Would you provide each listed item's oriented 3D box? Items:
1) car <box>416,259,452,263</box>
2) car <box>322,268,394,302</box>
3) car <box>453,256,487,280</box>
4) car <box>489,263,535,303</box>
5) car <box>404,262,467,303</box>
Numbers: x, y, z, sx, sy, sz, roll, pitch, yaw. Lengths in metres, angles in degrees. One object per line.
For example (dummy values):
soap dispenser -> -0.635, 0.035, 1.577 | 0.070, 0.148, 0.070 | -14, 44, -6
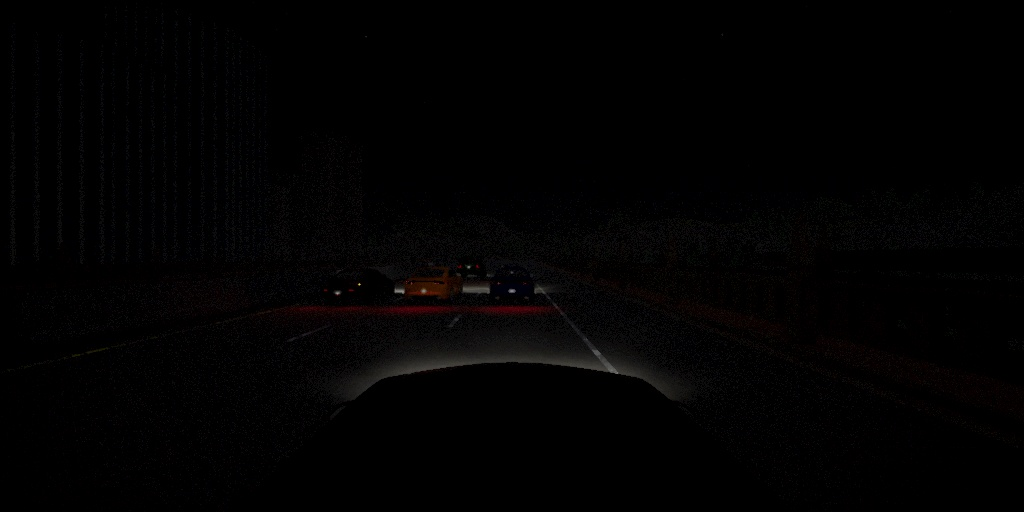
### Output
car -> -7.000, 1.245, 31.700 | 2.128, 1.511, 4.902 | 0, 0, 0
car -> -7.000, 1.283, 16.701 | 1.812, 1.442, 4.674 | 0, 0, 0
car -> -3.500, 1.008, 31.727 | 2.150, 2.045, 5.566 | 0, 0, 0
car -> 0.000, 1.235, 16.701 | 1.882, 1.535, 5.008 | 0, 0, 0
car -> -3.500, 1.235, 16.701 | 1.882, 1.535, 5.008 | 0, 0, 0
